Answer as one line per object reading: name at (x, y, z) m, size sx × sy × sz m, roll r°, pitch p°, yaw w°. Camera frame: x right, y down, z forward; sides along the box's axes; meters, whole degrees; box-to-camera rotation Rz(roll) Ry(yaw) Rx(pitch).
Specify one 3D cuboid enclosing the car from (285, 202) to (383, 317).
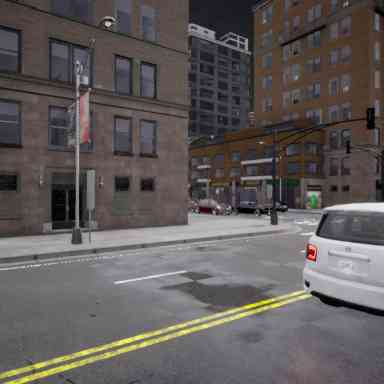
car at (4.603, 1.222, 6.732) m, size 5.566 × 2.045 × 2.150 m, roll 0°, pitch 0°, yaw -36°

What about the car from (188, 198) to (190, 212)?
car at (-1.097, 1.420, 36.809) m, size 1.967 × 1.590 × 4.097 m, roll 0°, pitch 0°, yaw -35°

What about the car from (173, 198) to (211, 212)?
car at (-0.062, 1.481, 39.739) m, size 2.128 × 1.511 × 4.902 m, roll 0°, pitch 0°, yaw -35°

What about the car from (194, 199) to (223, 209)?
car at (2.270, 1.593, 45.943) m, size 1.802 × 1.307 × 4.206 m, roll 0°, pitch 0°, yaw -35°

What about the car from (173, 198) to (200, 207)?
car at (-0.913, 1.577, 50.441) m, size 1.947 × 1.339 × 4.313 m, roll 0°, pitch 0°, yaw -35°

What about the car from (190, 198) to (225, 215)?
car at (2.086, 1.422, 32.311) m, size 1.967 × 1.590 × 4.097 m, roll 0°, pitch 0°, yaw -35°

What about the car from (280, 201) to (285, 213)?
car at (8.637, 1.579, 36.945) m, size 1.947 × 1.339 × 4.313 m, roll 0°, pitch 0°, yaw -35°

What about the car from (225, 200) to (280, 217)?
car at (5.677, 1.594, 31.627) m, size 1.895 × 1.301 × 4.718 m, roll 0°, pitch 0°, yaw -35°
